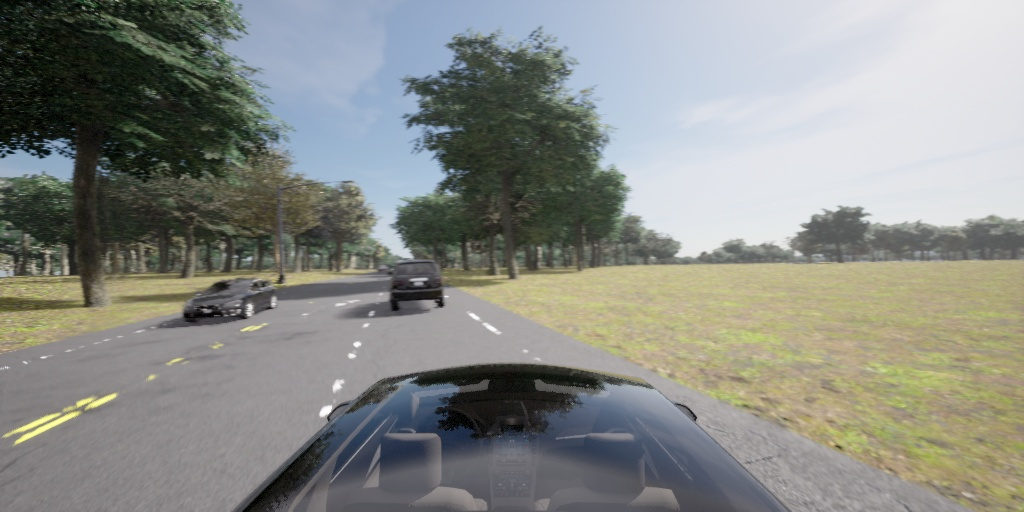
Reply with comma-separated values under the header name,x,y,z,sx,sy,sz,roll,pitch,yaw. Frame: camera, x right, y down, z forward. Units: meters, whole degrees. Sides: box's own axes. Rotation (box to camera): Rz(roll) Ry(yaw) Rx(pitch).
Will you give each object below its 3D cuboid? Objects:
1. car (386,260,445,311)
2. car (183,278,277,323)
name,x,y,z,sx,sy,sz,roll,pitch,yaw
car,-4.435,1.209,16.469,2.150,2.045,5.566,-2,0,-18
car,-11.172,1.692,14.587,1.837,1.490,4.892,-2,0,-18
